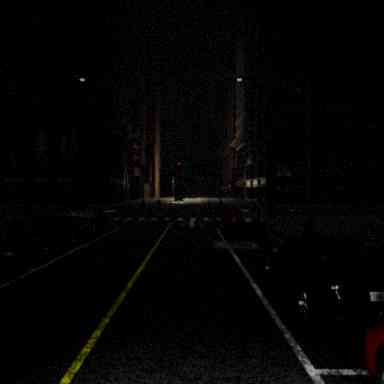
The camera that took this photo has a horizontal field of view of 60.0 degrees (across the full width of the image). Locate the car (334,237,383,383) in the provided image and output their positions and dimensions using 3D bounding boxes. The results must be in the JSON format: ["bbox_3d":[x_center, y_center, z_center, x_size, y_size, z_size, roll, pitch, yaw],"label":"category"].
[{"bbox_3d":[2.758,1.314,1.305,2.192,1.841,5.009,0,0,0],"label":"car"}]

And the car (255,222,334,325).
[{"bbox_3d":[2.757,1.562,6.942,1.947,1.339,4.313,0,0,0],"label":"car"}]

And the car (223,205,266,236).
[{"bbox_3d":[2.754,1.433,18.214,1.967,1.590,4.097,0,0,0],"label":"car"}]

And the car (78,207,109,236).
[{"bbox_3d":[-5.771,1.543,18.210,2.008,1.369,4.403,0,0,0],"label":"car"}]

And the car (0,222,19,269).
[{"bbox_3d":[-5.768,1.562,6.937,1.947,1.339,4.313,0,0,0],"label":"car"}]

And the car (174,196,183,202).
[{"bbox_3d":[-3.068,1.561,75.390,1.994,1.385,4.181,0,0,0],"label":"car"}]

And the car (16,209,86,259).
[{"bbox_3d":[-5.769,1.560,12.574,1.947,1.339,4.313,0,0,0],"label":"car"}]
